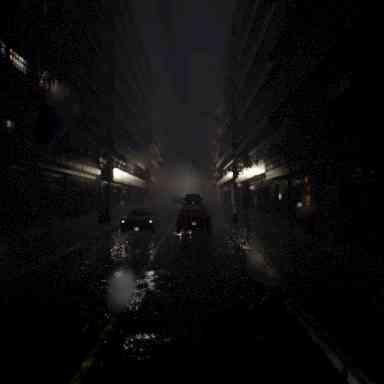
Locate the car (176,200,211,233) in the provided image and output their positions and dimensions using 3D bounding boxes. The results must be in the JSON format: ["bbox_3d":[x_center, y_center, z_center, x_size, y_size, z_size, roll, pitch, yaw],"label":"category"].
[{"bbox_3d":[0.101,1.487,19.713,1.882,1.535,5.008,0,0,0],"label":"car"}]

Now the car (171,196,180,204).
[{"bbox_3d":[-2.779,1.456,61.505,1.882,1.535,5.008,0,0,1],"label":"car"}]

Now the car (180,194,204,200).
[{"bbox_3d":[0.104,1.227,37.207,2.150,2.045,5.566,0,0,0],"label":"car"}]

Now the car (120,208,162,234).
[{"bbox_3d":[-2.849,1.610,19.378,1.895,1.301,4.718,0,0,0],"label":"car"}]
